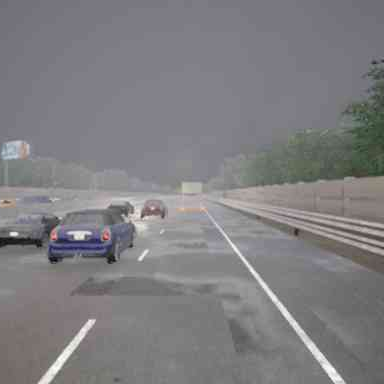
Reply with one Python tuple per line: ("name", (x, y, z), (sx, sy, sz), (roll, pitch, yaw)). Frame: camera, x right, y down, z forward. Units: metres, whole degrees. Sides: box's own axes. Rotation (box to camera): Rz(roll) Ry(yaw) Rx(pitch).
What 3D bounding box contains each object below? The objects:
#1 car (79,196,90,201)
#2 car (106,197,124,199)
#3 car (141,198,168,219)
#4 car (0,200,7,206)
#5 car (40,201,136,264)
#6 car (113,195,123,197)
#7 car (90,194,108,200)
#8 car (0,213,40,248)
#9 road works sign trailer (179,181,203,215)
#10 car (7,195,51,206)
("car", (-24.521, 1.637, 76.859), (1.837, 1.490, 4.892), (0, 0, 0))
("car", (-6.909, 1.588, 32.780), (1.882, 1.535, 5.008), (0, 0, 0))
("car", (-3.408, 1.454, 30.885), (2.097, 1.767, 4.553), (0, 0, 0))
("car", (-21.098, 1.602, 36.365), (1.882, 1.535, 5.008), (0, 0, 0))
("car", (-3.404, 1.385, 12.173), (2.097, 1.767, 4.553), (0, 0, 0))
("car", (-17.522, 1.419, 79.120), (2.097, 1.767, 4.553), (0, 0, 0))
("car", (-21.021, 1.362, 76.832), (2.150, 2.045, 5.566), (0, 0, 0))
("car", (-6.904, 1.606, 14.907), (1.994, 1.385, 4.181), (0, 0, 0))
("road works sign trailer", (-0.010, 0.590, 36.194), (2.380, 3.560, 2.880), (0, 0, 0))
("car", (-17.597, 1.348, 36.851), (2.150, 2.045, 5.566), (0, 0, 0))
